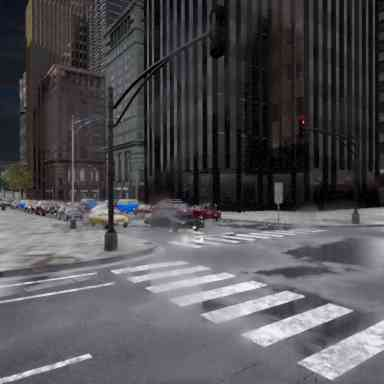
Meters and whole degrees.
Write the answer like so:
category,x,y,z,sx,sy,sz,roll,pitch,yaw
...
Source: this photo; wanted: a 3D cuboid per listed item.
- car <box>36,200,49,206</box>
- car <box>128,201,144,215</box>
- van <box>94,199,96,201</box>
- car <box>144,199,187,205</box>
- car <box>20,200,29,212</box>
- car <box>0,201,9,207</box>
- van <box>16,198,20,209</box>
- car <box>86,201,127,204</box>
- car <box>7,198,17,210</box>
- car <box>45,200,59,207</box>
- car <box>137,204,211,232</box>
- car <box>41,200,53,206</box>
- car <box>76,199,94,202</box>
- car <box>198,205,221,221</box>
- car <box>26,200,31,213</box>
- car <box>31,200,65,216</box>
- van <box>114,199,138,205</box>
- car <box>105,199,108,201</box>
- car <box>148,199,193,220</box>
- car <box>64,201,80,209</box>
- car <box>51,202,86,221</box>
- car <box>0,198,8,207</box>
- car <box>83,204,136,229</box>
category,x,y,z,sx,sy,sz,roll,pitch,yaw
car,-37.590,2.709,83.505,2.008,1.369,4.403,-1,0,-35
car,-5.189,2.004,37.803,1.802,1.307,4.206,-1,0,-35
van,-16.940,2.037,54.419,1.690,1.788,3.998,-1,0,-35
car,-1.907,1.656,28.510,2.097,1.767,4.553,0,-1,-35
car,-23.231,2.156,48.492,1.967,1.590,4.097,-1,0,-35
car,-44.242,2.770,78.148,1.802,1.307,4.206,-1,0,-35
van,-26.058,2.122,52.479,1.690,1.788,3.998,-1,0,-35
car,-8.376,1.935,32.154,1.812,1.442,4.674,0,-1,-35
car,-31.809,2.353,60.597,1.967,1.590,4.097,-1,0,-35
car,-31.574,2.594,75.015,1.947,1.339,4.313,-1,0,-35
car,-1.366,1.791,22.203,2.033,1.411,5.357,0,-1,-35
car,-34.583,2.659,79.261,1.947,1.339,4.313,-1,0,-35
car,-16.904,2.147,49.634,2.128,1.511,4.902,0,0,-35
car,0.683,1.828,29.495,1.887,1.381,4.507,-1,0,-35
car,-20.405,2.195,44.506,1.887,1.381,4.507,-1,0,-35
car,-17.585,1.900,40.519,2.192,1.841,5.009,-1,0,-35
van,-8.131,1.832,41.957,1.690,1.788,3.998,-1,0,-35
car,-11.067,1.875,46.111,2.192,1.841,5.009,-1,0,-35
car,-2.258,1.668,33.649,2.192,1.841,5.009,-1,0,-35
car,-22.551,2.406,62.282,1.802,1.307,4.206,-1,0,-35
car,-11.930,2.004,32.546,2.008,1.369,4.403,-1,0,-35
car,-41.134,2.666,73.761,1.887,1.381,4.507,-1,0,-35
car,-6.183,1.843,24.435,1.752,1.417,4.829,-1,0,-35
